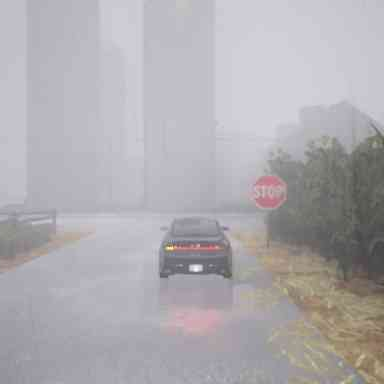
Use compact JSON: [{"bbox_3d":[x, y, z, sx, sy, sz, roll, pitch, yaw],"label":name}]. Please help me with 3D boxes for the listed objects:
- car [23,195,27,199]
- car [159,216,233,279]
[{"bbox_3d":[-37.258,1.001,77.725,3.866,1.878,1.905,0,0,0],"label":"car"},{"bbox_3d":[0.092,1.470,9.884,1.837,1.490,4.892,0,0,0],"label":"car"}]
